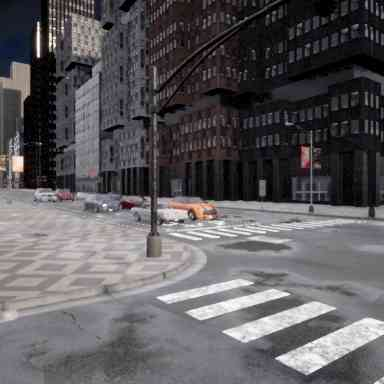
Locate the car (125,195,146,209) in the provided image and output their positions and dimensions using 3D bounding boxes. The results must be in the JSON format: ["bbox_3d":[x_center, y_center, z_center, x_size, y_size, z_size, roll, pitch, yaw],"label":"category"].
[{"bbox_3d":[-5.391,1.088,32.042,1.882,1.535,5.008,0,1,-36],"label":"car"}]

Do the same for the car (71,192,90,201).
[{"bbox_3d":[-19.279,0.706,57.226,1.812,1.442,4.674,0,1,-35],"label":"car"}]

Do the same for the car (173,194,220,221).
[{"bbox_3d":[0.042,1.093,24.511,2.097,1.767,4.553,0,1,-34],"label":"car"}]

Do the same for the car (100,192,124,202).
[{"bbox_3d":[-13.002,0.763,54.069,2.128,1.511,4.902,0,1,-36],"label":"car"}]

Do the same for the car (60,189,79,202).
[{"bbox_3d":[-20.386,0.555,53.029,2.150,2.045,5.566,0,1,-36],"label":"car"}]

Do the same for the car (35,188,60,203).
[{"bbox_3d":[-21.676,0.494,49.222,2.150,2.045,5.566,0,0,-35],"label":"car"}]

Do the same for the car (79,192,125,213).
[{"bbox_3d":[-8.348,0.959,30.590,2.097,1.767,4.553,0,1,-36],"label":"car"}]

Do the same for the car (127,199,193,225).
[{"bbox_3d":[-2.227,1.355,22.091,1.895,1.301,4.718,0,1,-36],"label":"car"}]

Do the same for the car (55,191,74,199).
[{"bbox_3d":[-25.087,0.571,65.286,2.033,1.411,5.357,0,1,-36],"label":"car"}]

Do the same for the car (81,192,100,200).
[{"bbox_3d":[-19.073,0.712,62.498,1.895,1.301,4.718,0,1,-36],"label":"car"}]
